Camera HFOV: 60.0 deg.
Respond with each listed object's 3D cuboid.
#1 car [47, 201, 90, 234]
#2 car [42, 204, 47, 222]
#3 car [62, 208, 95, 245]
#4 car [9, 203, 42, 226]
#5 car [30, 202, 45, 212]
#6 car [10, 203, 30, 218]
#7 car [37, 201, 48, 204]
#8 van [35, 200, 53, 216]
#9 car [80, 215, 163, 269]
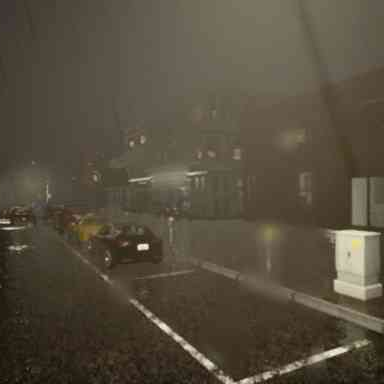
[{"bbox_3d":[-7.771,1.625,21.600,2.192,1.841,5.009,-1,0,-29],"label":"car"},{"bbox_3d":[-13.068,2.046,31.345,1.802,1.307,4.206,-1,0,-29],"label":"car"},{"bbox_3d":[-5.196,1.761,16.874,1.752,1.417,4.829,-1,0,-29],"label":"car"},{"bbox_3d":[-13.980,1.920,27.582,2.128,1.511,4.902,0,-1,-28],"label":"car"},{"bbox_3d":[-23.754,2.299,50.989,1.752,1.417,4.829,-1,0,-29],"label":"car"},{"bbox_3d":[-19.870,2.077,38.401,1.882,1.535,5.008,0,0,-28],"label":"car"},{"bbox_3d":[-15.801,2.069,36.368,1.752,1.417,4.829,-1,0,-29],"label":"car"},{"bbox_3d":[-18.374,1.959,41.093,1.690,1.788,3.998,-1,0,-29],"label":"van"},{"bbox_3d":[-2.464,1.722,11.851,1.947,1.339,4.313,-1,0,-29],"label":"car"}]
